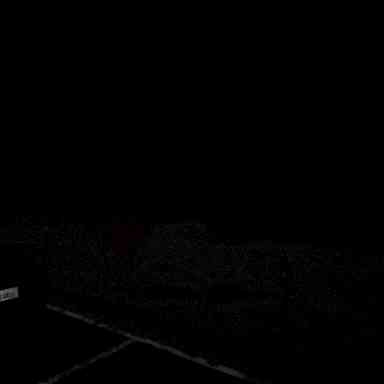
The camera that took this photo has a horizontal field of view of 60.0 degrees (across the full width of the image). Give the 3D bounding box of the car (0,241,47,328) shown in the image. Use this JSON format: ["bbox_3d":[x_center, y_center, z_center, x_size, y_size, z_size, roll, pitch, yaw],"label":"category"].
[{"bbox_3d":[-4.406,1.536,6.105,4.313,1.339,1.947,0,0,35],"label":"car"}]

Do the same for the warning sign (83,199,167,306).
[{"bbox_3d":[-1.335,1.095,6.743,1.060,1.860,1.300,0,0,35],"label":"warning sign"}]
